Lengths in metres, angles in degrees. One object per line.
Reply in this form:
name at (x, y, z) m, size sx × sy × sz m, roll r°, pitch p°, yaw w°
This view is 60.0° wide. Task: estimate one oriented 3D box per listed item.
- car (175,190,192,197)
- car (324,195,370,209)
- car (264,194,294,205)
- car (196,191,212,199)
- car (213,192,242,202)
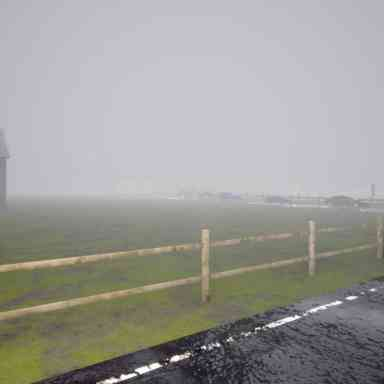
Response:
car at (-1.916, 0.362, 71.761) m, size 1.837 × 1.490 × 4.892 m, roll 0°, pitch 1°, yaw -36°
car at (17.717, 1.112, 38.098) m, size 1.882 × 1.535 × 5.008 m, roll 0°, pitch 1°, yaw -36°
car at (11.996, 1.020, 46.127) m, size 1.994 × 1.385 × 4.181 m, roll 0°, pitch 1°, yaw -34°
car at (2.653, 0.597, 65.423) m, size 1.837 × 1.490 × 4.892 m, roll 0°, pitch 1°, yaw -35°
car at (6.097, 0.751, 54.376) m, size 1.882 × 1.535 × 5.008 m, roll 0°, pitch 1°, yaw -35°
